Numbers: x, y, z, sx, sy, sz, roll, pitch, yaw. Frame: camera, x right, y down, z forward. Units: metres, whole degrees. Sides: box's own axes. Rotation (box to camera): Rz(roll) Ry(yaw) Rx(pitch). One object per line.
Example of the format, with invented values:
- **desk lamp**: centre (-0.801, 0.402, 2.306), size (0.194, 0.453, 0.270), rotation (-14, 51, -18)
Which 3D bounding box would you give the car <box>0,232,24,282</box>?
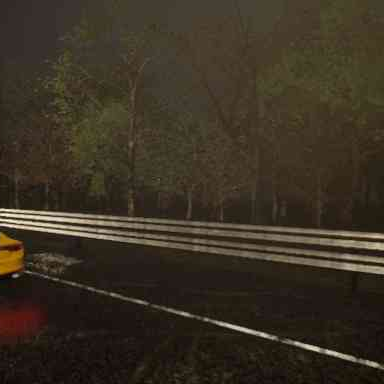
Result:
- **car**: centre (-6.289, 1.470, 8.518), size (5.008, 1.535, 1.882), rotation (0, 0, 36)
